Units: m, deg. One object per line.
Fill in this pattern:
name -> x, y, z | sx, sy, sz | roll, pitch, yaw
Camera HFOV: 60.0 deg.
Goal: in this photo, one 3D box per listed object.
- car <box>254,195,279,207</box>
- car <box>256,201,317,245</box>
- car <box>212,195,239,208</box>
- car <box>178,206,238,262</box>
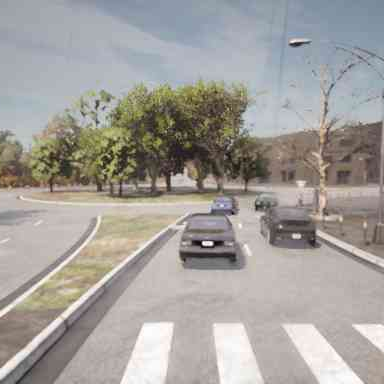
car -> 6.909, 0.890, 30.226 | 1.895, 1.301, 4.718 | 1, 3, 18
car -> 4.169, 1.373, 14.952 | 1.837, 1.490, 4.892 | 0, 1, 5
car -> 2.782, 0.962, 27.598 | 2.033, 1.411, 5.357 | 1, 3, 12
car -> 0.612, 1.455, 11.838 | 2.033, 1.411, 5.357 | 0, 1, 4
